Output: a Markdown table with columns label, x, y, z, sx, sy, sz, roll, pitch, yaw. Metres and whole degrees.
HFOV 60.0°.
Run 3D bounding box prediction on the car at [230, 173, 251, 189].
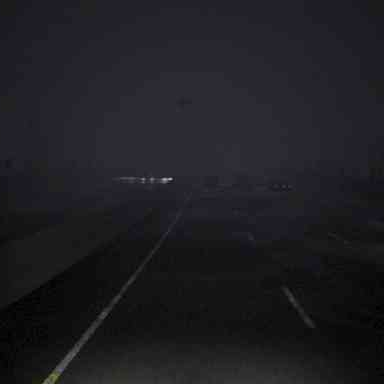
| label | x | y | z | sx | sy | sz | roll | pitch | yaw |
| --- | --- | --- | --- | --- | --- | --- | --- | --- | --- |
| car | 5.593 | -1.394 | 38.484 | 2.097 | 1.767 | 4.553 | 1 | 6 | 3 |

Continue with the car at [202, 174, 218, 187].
| label | x | y | z | sx | sy | sz | roll | pitch | yaw |
| --- | --- | --- | --- | --- | --- | --- | --- | --- | --- |
| car | 2.189 | -1.454 | 40.196 | 1.882 | 1.535 | 5.008 | 1 | 6 | 3 |

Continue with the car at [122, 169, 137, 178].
| label | x | y | z | sx | sy | sz | roll | pitch | yaw |
| --- | --- | --- | --- | --- | --- | --- | --- | --- | --- |
| car | -10.948 | -3.285 | 58.477 | 1.994 | 1.385 | 4.181 | 1 | 6 | 4 |

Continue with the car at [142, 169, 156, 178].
| label | x | y | z | sx | sy | sz | roll | pitch | yaw |
| --- | --- | --- | --- | --- | --- | --- | --- | --- | --- |
| car | -7.455 | -3.311 | 58.259 | 1.837 | 1.490 | 4.892 | 1 | 6 | 4 |

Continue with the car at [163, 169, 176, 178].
| label | x | y | z | sx | sy | sz | roll | pitch | yaw |
| --- | --- | --- | --- | --- | --- | --- | --- | --- | --- |
| car | -3.954 | -3.309 | 58.233 | 2.128 | 1.511 | 4.902 | 1 | 6 | 4 |

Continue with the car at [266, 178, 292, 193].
| label | x | y | z | sx | sy | sz | roll | pitch | yaw |
| --- | --- | --- | --- | --- | --- | --- | --- | --- | --- |
| car | 8.824 | -0.730 | 34.034 | 2.033 | 1.411 | 5.357 | 1 | 6 | 4 |
